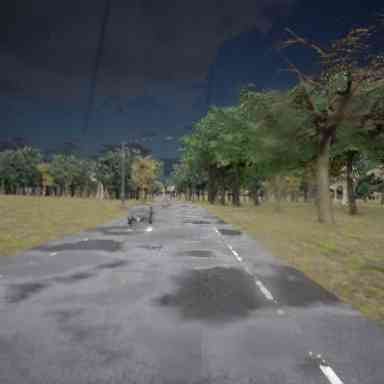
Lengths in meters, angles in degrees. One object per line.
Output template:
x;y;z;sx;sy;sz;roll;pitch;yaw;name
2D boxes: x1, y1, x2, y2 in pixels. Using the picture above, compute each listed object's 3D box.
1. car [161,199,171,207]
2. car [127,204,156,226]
-5.258;2.128;67.642;2.097;1.767;4.553;0;-1;-3;car
-3.926;1.746;26.410;1.837;1.490;4.892;-3;-1;-1;car
